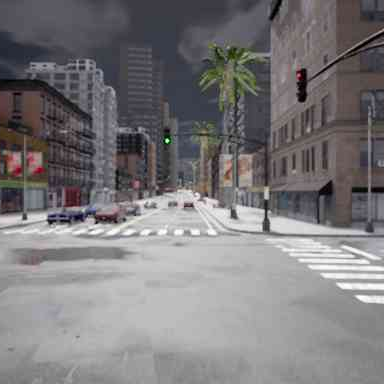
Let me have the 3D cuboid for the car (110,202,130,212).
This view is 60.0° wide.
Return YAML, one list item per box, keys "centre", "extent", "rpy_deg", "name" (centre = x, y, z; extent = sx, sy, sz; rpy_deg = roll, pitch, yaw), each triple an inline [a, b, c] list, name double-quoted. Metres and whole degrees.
- centre: [-10.384, 2.199, 48.366]
  extent: [1.895, 1.301, 4.718]
  rpy_deg: [0, -1, -1]
  name: "car"

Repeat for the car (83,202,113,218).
- centre: [-10.267, 1.934, 36.741]
  extent: [1.882, 1.535, 5.008]
  rpy_deg: [0, -1, -1]
  name: "car"

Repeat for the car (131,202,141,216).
- centre: [-7.031, 1.986, 38.202]
  extent: [1.837, 1.490, 4.892]
  rpy_deg: [0, -1, -1]
  name: "car"

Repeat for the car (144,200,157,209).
- centre: [-7.192, 2.205, 57.632]
  extent: [2.128, 1.511, 4.902]
  rpy_deg: [0, -1, 0]
  name: "car"

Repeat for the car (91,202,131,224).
- centre: [-6.921, 1.838, 28.722]
  extent: [1.882, 1.535, 5.008]
  rpy_deg: [0, -1, 1]
  name: "car"

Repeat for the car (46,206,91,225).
- centre: [-10.166, 1.937, 27.347]
  extent: [1.895, 1.301, 4.718]
  rpy_deg: [0, -1, -1]
  name: "car"

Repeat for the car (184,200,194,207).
- centre: [-0.691, 2.413, 69.021]
  extent: [1.994, 1.385, 4.181]
  rpy_deg: [0, -1, -1]
  name: "car"

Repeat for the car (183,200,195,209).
- centre: [-0.554, 2.219, 58.982]
  extent: [1.882, 1.535, 5.008]
  rpy_deg: [0, -1, 0]
  name: "car"

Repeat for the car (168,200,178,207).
- centre: [-3.926, 2.334, 68.523]
  extent: [2.128, 1.511, 4.902]
  rpy_deg: [0, -1, -1]
  name: "car"
